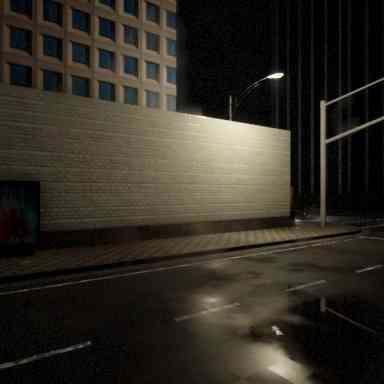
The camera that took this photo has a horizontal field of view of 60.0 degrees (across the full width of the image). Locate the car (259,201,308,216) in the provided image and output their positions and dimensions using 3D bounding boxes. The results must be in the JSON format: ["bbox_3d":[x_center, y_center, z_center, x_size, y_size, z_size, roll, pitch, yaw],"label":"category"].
[{"bbox_3d":[9.378,1.656,34.337,1.895,1.301,4.718,0,0,-36],"label":"car"}]

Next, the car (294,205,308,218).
[{"bbox_3d":[8.176,1.581,30.012,1.812,1.442,4.674,0,0,-36],"label":"car"}]
